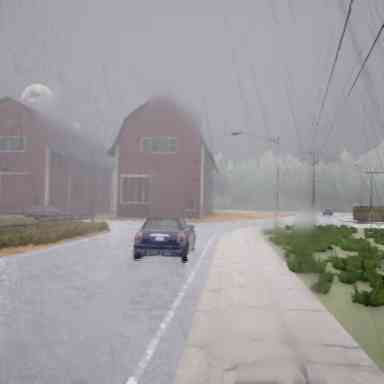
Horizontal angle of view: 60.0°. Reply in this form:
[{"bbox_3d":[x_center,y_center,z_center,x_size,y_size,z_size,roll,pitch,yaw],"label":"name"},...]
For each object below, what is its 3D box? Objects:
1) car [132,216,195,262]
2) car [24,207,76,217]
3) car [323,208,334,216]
[{"bbox_3d":[-1.021,1.787,14.173,2.097,1.767,4.553,1,-2,4],"label":"car"},{"bbox_3d":[-13.846,2.213,32.587,5.008,1.535,1.882,1,-2,7],"label":"car"},{"bbox_3d":[27.112,4.001,66.225,2.128,1.511,4.902,0,-2,23],"label":"car"}]
